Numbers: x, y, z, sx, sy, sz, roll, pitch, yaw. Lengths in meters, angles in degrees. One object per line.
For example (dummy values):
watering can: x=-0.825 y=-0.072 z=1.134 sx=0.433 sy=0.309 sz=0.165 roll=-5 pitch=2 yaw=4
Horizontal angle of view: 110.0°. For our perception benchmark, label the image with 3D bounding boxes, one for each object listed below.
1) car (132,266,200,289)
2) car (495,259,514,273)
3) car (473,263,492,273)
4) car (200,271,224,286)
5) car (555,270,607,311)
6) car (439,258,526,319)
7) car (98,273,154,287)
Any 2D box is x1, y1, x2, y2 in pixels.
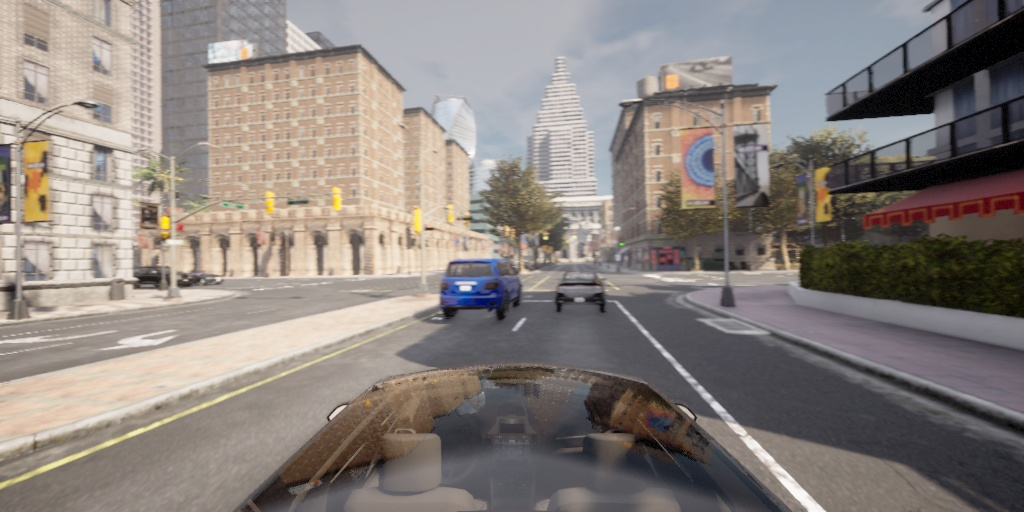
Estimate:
car: x=-32.797 y=1.955 z=33.503 sx=5.566 sy=2.045 sz=2.150 roll=-1 pitch=-1 yaw=10
car: x=-1.171 y=1.621 z=60.059 sx=2.150 sy=2.045 sz=5.566 roll=-1 pitch=-1 yaw=10
car: x=-4.860 y=1.968 z=59.249 sx=1.837 sy=1.490 sz=4.892 roll=-1 pitch=-1 yaw=10
car: x=-32.339 y=2.253 z=36.993 sx=4.902 sy=1.511 sz=2.128 roll=-1 pitch=-1 yaw=10
car: x=2.873 y=1.327 z=14.850 sx=2.128 sy=1.511 sz=4.902 roll=-1 pitch=-1 yaw=13
car: x=-1.000 y=1.121 z=13.822 sx=2.150 sy=2.045 sz=5.566 roll=-1 pitch=-1 yaw=10
car: x=-41.479 y=2.558 z=38.582 sx=4.718 sy=1.301 sz=1.895 roll=-1 pitch=-1 yaw=10
